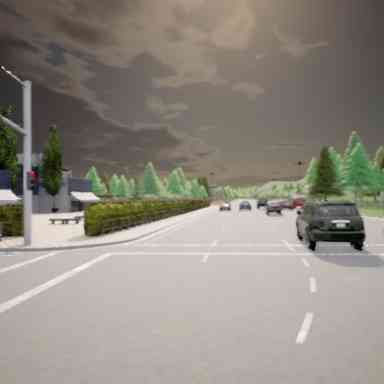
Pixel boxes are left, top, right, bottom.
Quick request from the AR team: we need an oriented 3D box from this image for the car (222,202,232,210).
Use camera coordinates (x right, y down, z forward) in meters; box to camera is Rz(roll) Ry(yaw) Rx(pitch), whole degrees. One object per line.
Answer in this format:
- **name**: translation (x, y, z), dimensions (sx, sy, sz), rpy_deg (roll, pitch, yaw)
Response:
- **car**: translation (7.233, 2.781, 68.023), dimensions (1.837, 1.490, 4.892), rpy_deg (-1, -1, 9)

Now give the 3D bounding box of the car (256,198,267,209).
- **car**: translation (14.326, 2.369, 67.578), dimensions (2.150, 2.045, 5.566), rpy_deg (-1, -2, 9)

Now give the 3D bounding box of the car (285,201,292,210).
- **car**: translation (16.182, 2.257, 57.121), dimensions (2.097, 1.767, 4.553), rpy_deg (-1, -1, 9)

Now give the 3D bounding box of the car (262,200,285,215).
- **car**: translation (10.783, 2.238, 44.275), dimensions (1.837, 1.490, 4.892), rpy_deg (-1, -1, 9)

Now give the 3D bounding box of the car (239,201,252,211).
- **car**: translation (9.482, 2.407, 58.959), dimensions (2.097, 1.767, 4.553), rpy_deg (-1, -1, 9)

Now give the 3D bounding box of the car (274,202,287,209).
- **car**: translation (17.455, 2.627, 65.418), dimensions (1.994, 1.385, 4.181), rpy_deg (-1, -1, 9)

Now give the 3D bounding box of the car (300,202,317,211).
- **car**: translation (19.529, 2.386, 55.828), dimensions (1.994, 1.385, 4.181), rpy_deg (-1, -1, 9)

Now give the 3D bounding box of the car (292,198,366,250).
- **car**: translation (6.282, 1.444, 15.610), dimensions (2.150, 2.045, 5.566), rpy_deg (-1, -1, 10)

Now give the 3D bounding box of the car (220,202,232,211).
- **car**: translation (5.984, 2.683, 59.213), dimensions (1.994, 1.385, 4.181), rpy_deg (-1, -1, 9)

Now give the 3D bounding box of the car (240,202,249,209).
- **car**: translation (10.736, 2.740, 67.780), dimensions (1.812, 1.442, 4.674), rpy_deg (-1, -1, 9)

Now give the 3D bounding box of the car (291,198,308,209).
- **car**: translation (20.913, 2.179, 64.928), dimensions (2.150, 2.045, 5.566), rpy_deg (-1, -1, 9)
